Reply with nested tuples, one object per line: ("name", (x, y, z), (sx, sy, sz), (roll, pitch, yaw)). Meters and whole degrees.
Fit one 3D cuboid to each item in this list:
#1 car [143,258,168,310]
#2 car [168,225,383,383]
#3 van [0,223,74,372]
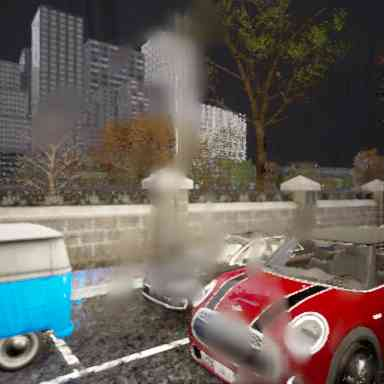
("car", (1.056, 1.563, 7.310), (4.403, 1.369, 2.008), (0, 0, -35))
("car", (2.171, 1.363, 4.927), (4.553, 1.767, 2.097), (0, 0, -35))
("van", (-3.528, 1.340, 4.042), (3.998, 1.788, 1.690), (0, 0, -35))
